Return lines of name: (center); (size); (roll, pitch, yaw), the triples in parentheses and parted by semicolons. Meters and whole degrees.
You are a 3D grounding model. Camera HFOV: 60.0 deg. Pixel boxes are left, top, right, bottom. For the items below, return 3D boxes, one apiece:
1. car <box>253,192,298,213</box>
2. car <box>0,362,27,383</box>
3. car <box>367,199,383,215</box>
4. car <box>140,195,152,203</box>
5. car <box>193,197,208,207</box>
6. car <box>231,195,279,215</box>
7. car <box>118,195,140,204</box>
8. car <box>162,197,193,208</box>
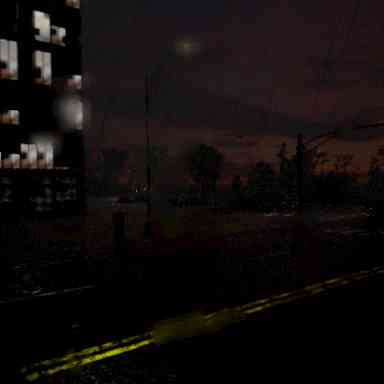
car: (8.639, 1.043, 35.679); (2.150, 2.045, 5.566); (-2, 1, -33)
car: (-3.136, 1.541, 1.217); (4.674, 1.442, 1.812); (-1, 0, -35)
car: (16.945, 1.109, 27.856); (2.097, 1.767, 4.553); (-2, 1, -13)
car: (-9.394, 1.360, 63.672); (1.882, 1.535, 5.008); (-2, 1, -33)
car: (0.531, 1.398, 48.204); (1.994, 1.385, 4.181); (-2, 1, -33)
car: (5.995, 1.379, 33.796); (1.882, 1.535, 5.008); (-2, 1, -33)
car: (-12.118, 1.493, 61.904); (2.033, 1.411, 5.357); (-2, 1, -33)
car: (-2.296, 1.510, 46.592); (1.895, 1.301, 4.718); (-2, 1, -33)
